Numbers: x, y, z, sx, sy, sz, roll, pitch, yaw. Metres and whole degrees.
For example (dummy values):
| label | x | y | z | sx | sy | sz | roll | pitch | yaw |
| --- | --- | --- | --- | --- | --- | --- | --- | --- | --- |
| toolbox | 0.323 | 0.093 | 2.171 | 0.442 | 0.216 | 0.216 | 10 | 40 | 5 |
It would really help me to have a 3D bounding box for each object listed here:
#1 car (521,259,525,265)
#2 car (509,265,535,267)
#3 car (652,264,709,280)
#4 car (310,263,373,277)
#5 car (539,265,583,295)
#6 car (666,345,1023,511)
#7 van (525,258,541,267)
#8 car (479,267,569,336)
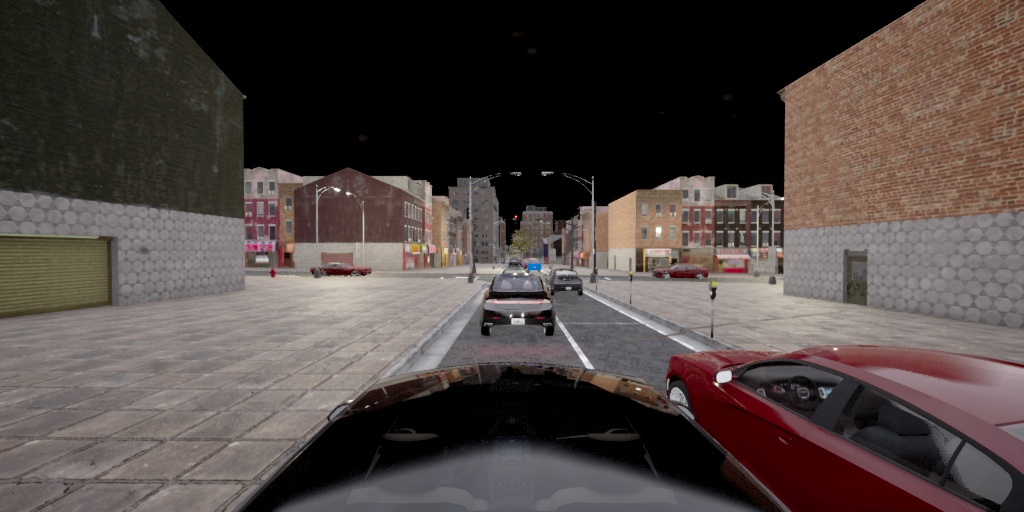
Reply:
| label | x | y | z | sx | sy | sz | roll | pitch | yaw |
| --- | --- | --- | --- | --- | --- | --- | --- | --- | --- |
| car | 2.914 | 1.249 | 56.839 | 2.192 | 1.841 | 5.009 | 0 | 0 | 0 |
| car | 0.219 | 1.369 | 20.436 | 1.895 | 1.301 | 4.718 | 0 | 0 | 1 |
| car | 16.008 | 1.477 | 34.184 | 5.008 | 1.535 | 1.882 | 1 | 1 | 0 |
| car | -14.865 | 1.231 | 31.450 | 4.718 | 1.301 | 1.895 | 1 | 1 | 0 |
| car | 2.723 | 1.316 | 19.303 | 2.007 | 1.370 | 4.403 | 0 | 0 | 0 |
| car | 2.638 | 1.294 | 2.428 | 1.888 | 1.381 | 4.507 | 0 | 0 | 0 |
| van | 2.860 | 1.211 | 46.258 | 1.690 | 1.789 | 3.998 | 0 | 0 | 0 |
| car | 0.142 | 1.244 | 10.393 | 2.128 | 1.511 | 4.902 | 0 | 0 | 0 |
